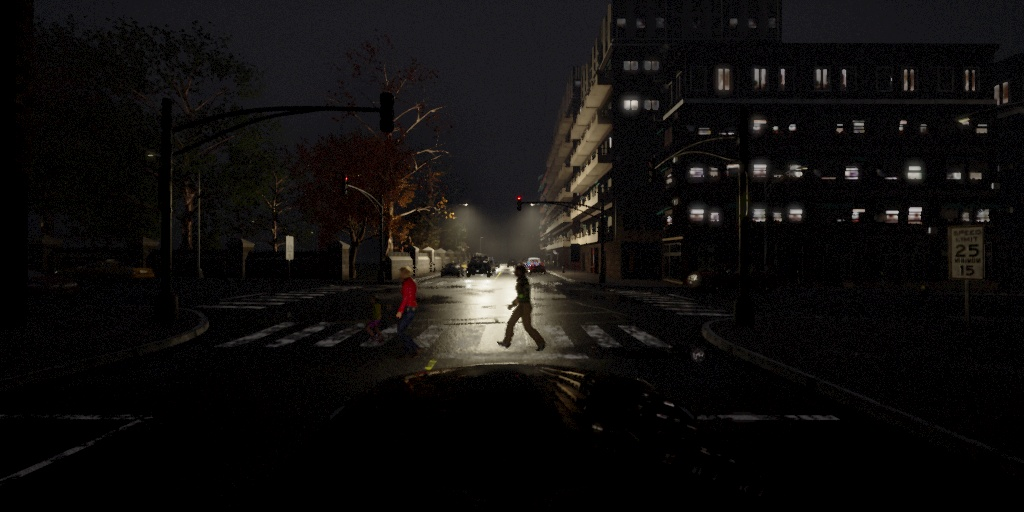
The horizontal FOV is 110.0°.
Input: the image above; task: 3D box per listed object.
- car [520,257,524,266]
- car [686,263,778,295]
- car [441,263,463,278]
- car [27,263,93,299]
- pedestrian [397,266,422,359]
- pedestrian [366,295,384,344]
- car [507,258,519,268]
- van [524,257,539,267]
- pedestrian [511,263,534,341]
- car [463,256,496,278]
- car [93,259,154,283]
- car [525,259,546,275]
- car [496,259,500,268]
[{"bbox_3d":[2.789,1.230,56.927,1.967,1.591,4.097,0,0,0],"label":"car"},{"bbox_3d":[13.485,1.353,22.046,5.009,1.841,2.192,0,0,0],"label":"car"},{"bbox_3d":[-5.632,1.330,34.421,1.948,1.339,4.313,0,0,0],"label":"car"},{"bbox_3d":[-18.942,1.007,13.414,4.207,1.307,1.802,0,0,0],"label":"car"},{"bbox_3d":[-1.963,1.044,6.886,0.375,1.860,0.375,0,0,0],"label":"pedestrian"},{"bbox_3d":[-3.046,1.404,8.087,0.500,1.100,0.500,0,0,0],"label":"pedestrian"},{"bbox_3d":[0.109,1.304,62.711,1.837,1.490,4.892,0,0,0],"label":"car"},{"bbox_3d":[2.769,1.116,45.667,1.690,1.789,3.998,0,0,0],"label":"van"},{"bbox_3d":[0.213,1.044,7.482,0.375,1.860,0.375,0,0,0],"label":"pedestrian"},{"bbox_3d":[-3.027,0.986,34.707,2.150,2.045,5.566,0,0,1],"label":"car"},{"bbox_3d":[-24.708,0.883,21.750,4.829,1.417,1.751,0,0,0],"label":"car"},{"bbox_3d":[2.759,1.314,40.036,1.888,1.381,4.507,0,0,0],"label":"car"},{"bbox_3d":[-3.014,1.324,46.433,2.033,1.411,5.357,0,0,1],"label":"car"}]
